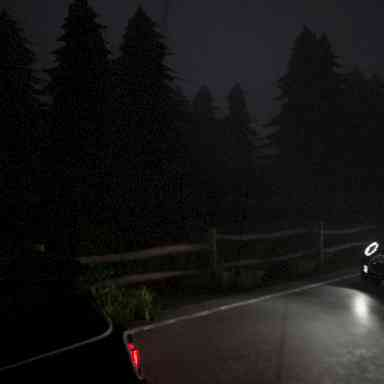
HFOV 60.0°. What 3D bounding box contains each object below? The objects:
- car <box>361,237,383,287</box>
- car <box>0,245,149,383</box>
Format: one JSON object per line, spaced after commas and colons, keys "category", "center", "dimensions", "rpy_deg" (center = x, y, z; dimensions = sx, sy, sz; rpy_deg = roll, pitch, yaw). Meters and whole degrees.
{"category": "car", "center": [6.124, 1.306, 8.009], "dimensions": [4.553, 1.767, 2.097], "rpy_deg": [0, 0, -33]}
{"category": "car", "center": [-2.564, 1.341, 1.985], "dimensions": [4.553, 1.767, 2.097], "rpy_deg": [0, 0, -37]}
